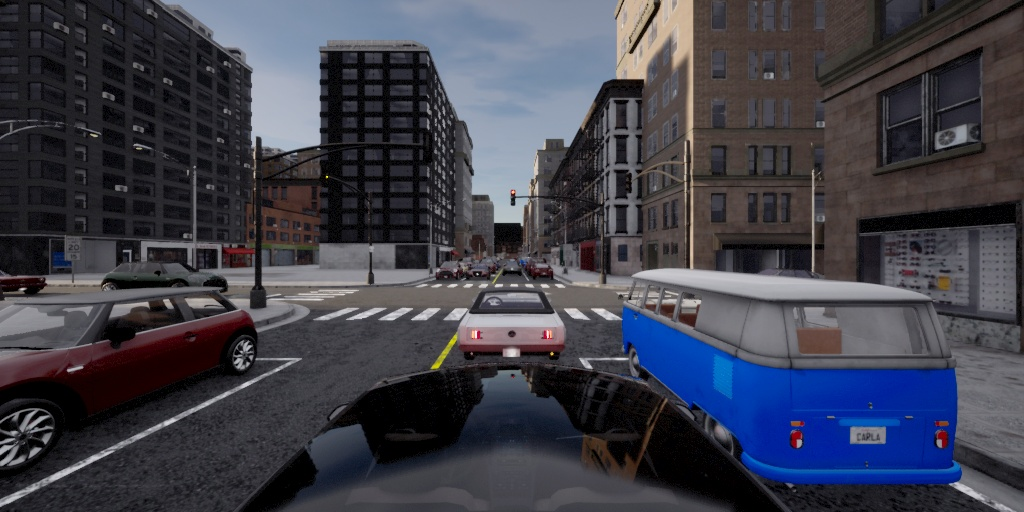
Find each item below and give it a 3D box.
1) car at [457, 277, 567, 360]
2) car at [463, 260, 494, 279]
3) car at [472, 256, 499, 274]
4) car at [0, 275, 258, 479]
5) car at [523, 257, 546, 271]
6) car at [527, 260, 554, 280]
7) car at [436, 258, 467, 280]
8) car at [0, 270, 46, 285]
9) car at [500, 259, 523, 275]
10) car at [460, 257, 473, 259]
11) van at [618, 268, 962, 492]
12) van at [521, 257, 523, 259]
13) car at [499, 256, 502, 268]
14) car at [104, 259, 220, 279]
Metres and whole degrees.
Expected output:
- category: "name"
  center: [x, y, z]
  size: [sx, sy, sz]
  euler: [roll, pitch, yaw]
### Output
- category: "car"
  center: [-0.005, 1.351, 8.292]
  size: [1.895, 1.301, 4.718]
  euler: [0, 0, 0]
- category: "car"
  center: [-2.882, 1.313, 31.553]
  size: [1.994, 1.385, 4.181]
  euler: [0, 0, -1]
- category: "car"
  center: [-2.874, 1.100, 40.173]
  size: [2.097, 1.767, 4.553]
  euler: [0, 0, 0]
- category: "car"
  center: [-5.388, 1.190, 4.498]
  size: [1.967, 1.591, 4.097]
  euler: [0, 0, 0]
- category: "car"
  center: [2.601, 1.063, 36.796]
  size: [2.192, 1.841, 5.009]
  euler: [0, 0, 0]
- category: "car"
  center: [2.607, 1.294, 31.386]
  size: [1.888, 1.381, 4.507]
  euler: [0, 0, 0]
- category: "car"
  center: [-5.418, 1.188, 31.377]
  size: [1.967, 1.591, 4.097]
  euler: [0, 0, 0]
- category: "car"
  center: [-24.983, 1.220, 16.701]
  size: [4.718, 1.301, 1.895]
  euler: [0, 0, 0]
- category: "car"
  center: [0.029, 1.312, 39.450]
  size: [1.994, 1.385, 4.181]
  euler: [0, 0, 0]
- category: "car"
  center: [-5.430, 1.063, 42.196]
  size: [2.192, 1.841, 5.009]
  euler: [0, 0, 0]
- category: "van"
  center: [2.637, 1.091, 4.506]
  size: [1.690, 1.789, 3.998]
  euler: [0, 0, 0]
- category: "van"
  center: [2.583, 1.086, 53.025]
  size: [1.690, 1.789, 3.998]
  euler: [0, 0, 0]
- category: "car"
  center: [-2.887, 1.099, 49.048]
  size: [2.097, 1.767, 4.553]
  euler: [0, 0, 0]
- category: "car"
  center: [-16.004, 1.022, 16.715]
  size: [4.553, 1.767, 2.097]
  euler: [0, 0, 0]
